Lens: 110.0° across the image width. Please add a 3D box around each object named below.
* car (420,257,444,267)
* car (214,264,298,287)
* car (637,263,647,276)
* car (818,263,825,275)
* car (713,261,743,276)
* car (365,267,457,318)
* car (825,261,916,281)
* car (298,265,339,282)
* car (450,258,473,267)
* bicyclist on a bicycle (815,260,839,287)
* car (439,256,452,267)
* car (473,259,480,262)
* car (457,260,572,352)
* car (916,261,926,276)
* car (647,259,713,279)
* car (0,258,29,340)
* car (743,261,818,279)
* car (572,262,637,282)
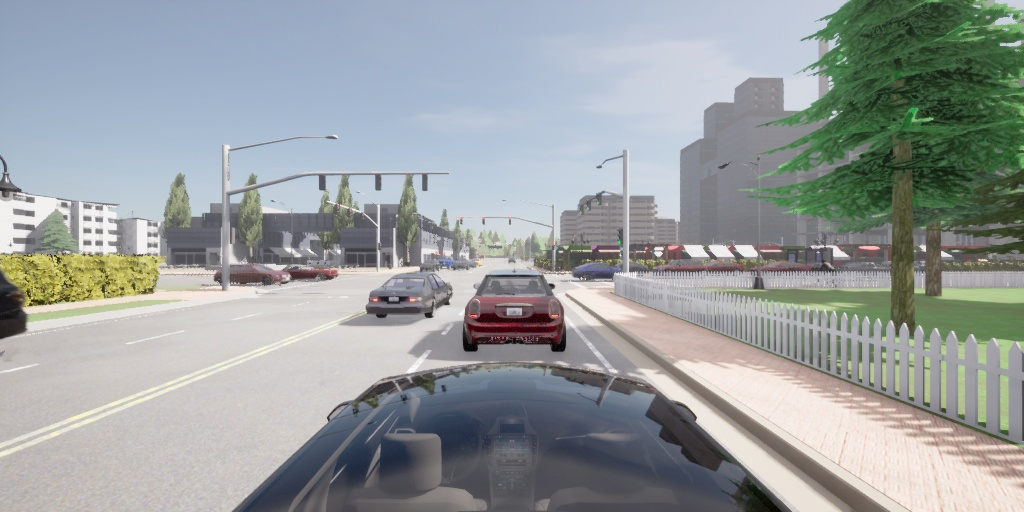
[{"bbox_3d":[-10.608,1.259,46.517,1.837,1.490,4.892,0,0,0],"label":"car"},{"bbox_3d":[-17.533,1.278,24.326,4.674,1.442,1.812,0,0,1],"label":"car"},{"bbox_3d":[11.226,1.279,35.725,4.674,1.442,1.812,0,0,-1],"label":"car"},{"bbox_3d":[30.449,1.354,36.226,4.718,1.301,1.895,0,0,-1],"label":"car"},{"bbox_3d":[20.551,1.231,35.980,5.008,1.535,1.882,0,0,-1],"label":"car"},{"bbox_3d":[-3.420,1.299,12.922,2.033,1.411,5.357,0,0,0],"label":"car"},{"bbox_3d":[28.861,1.244,28.989,4.902,1.511,2.128,0,0,-1],"label":"car"},{"bbox_3d":[-16.376,1.354,28.325,4.718,1.301,1.895,0,0,-7],"label":"car"},{"bbox_3d":[-7.107,1.319,51.094,1.994,1.385,4.181,0,0,0],"label":"car"},{"bbox_3d":[18.789,1.054,21.446,0.582,1.620,1.656,0,0,-1],"label":"bicyclist on a bicycle"},{"bbox_3d":[-10.601,0.977,56.378,2.150,2.045,5.566,0,0,0],"label":"car"},{"bbox_3d":[-7.092,1.304,60.337,2.033,1.411,5.357,0,0,0],"label":"car"},{"bbox_3d":[0.063,1.103,9.088,2.097,1.767,4.553,0,0,0],"label":"car"},{"bbox_3d":[34.349,1.258,32.814,4.892,1.490,1.837,0,0,-1],"label":"car"},{"bbox_3d":[15.075,1.105,32.338,4.553,1.767,2.097,0,0,-1],"label":"car"},{"bbox_3d":[-10.553,0.971,4.604,2.150,2.045,5.566,0,0,1],"label":"car"},{"bbox_3d":[24.288,1.231,32.570,5.008,1.535,1.882,0,0,-1],"label":"car"},{"bbox_3d":[7.053,1.278,28.456,4.674,1.442,1.812,0,0,-1],"label":"car"}]
